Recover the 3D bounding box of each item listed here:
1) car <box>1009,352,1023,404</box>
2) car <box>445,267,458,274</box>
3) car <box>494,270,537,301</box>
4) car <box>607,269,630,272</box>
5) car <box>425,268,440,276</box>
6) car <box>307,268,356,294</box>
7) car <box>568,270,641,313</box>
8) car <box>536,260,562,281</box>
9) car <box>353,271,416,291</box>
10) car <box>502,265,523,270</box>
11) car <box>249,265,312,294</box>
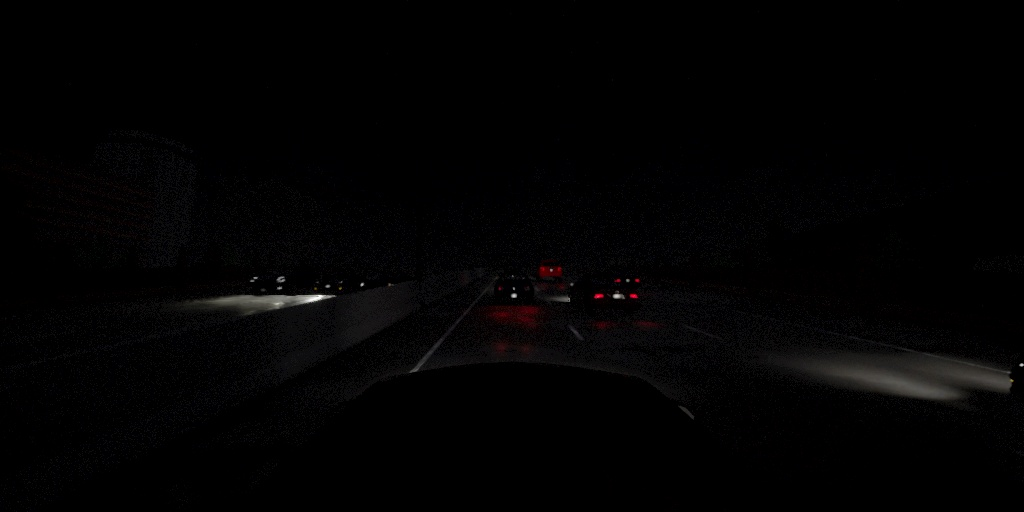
[{"bbox_3d":[7.098,1.264,2.352,1.837,1.490,4.892,0,0,0],"label":"car"},{"bbox_3d":[-10.523,2.765,63.479,1.837,1.490,4.892,0,-6,0],"label":"car"},{"bbox_3d":[0.093,1.569,18.793,1.895,1.301,4.718,0,-1,0],"label":"car"},{"bbox_3d":[7.092,1.588,24.484,2.033,1.411,5.357,0,-1,0],"label":"car"},{"bbox_3d":[-14.023,2.790,63.475,2.128,1.511,4.902,0,-6,0],"label":"car"},{"bbox_3d":[-10.606,1.581,22.623,1.994,1.385,4.181,0,-1,0],"label":"car"},{"bbox_3d":[3.595,1.465,14.813,2.033,1.411,5.357,0,-1,0],"label":"car"},{"bbox_3d":[3.588,1.402,35.404,2.150,2.045,5.566,0,-1,0],"label":"car"},{"bbox_3d":[-7.107,1.595,20.851,1.895,1.301,4.718,0,-1,0],"label":"car"},{"bbox_3d":[0.087,1.702,36.695,1.837,1.490,4.892,0,-1,0],"label":"car"},{"bbox_3d":[-14.107,1.367,22.569,2.097,1.767,4.553,0,-1,0],"label":"car"}]
